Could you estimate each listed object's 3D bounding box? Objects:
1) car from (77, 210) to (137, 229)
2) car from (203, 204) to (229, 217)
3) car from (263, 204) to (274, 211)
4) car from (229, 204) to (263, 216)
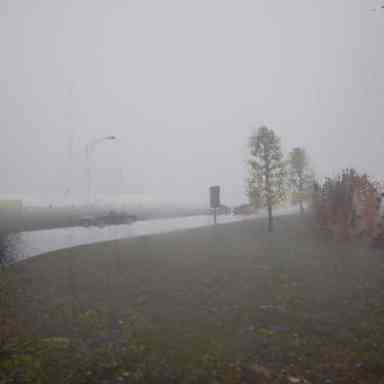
[{"bbox_3d":[-6.532,2.099,26.006,1.895,1.301,4.718,-2,-2,32],"label":"car"},{"bbox_3d":[3.159,2.254,41.384,1.812,1.442,4.674,-2,-2,32],"label":"car"},{"bbox_3d":[12.474,2.510,56.171,2.033,1.411,5.357,-2,-2,32],"label":"car"},{"bbox_3d":[6.609,2.148,40.120,1.812,1.442,4.674,-2,-2,32],"label":"car"}]
